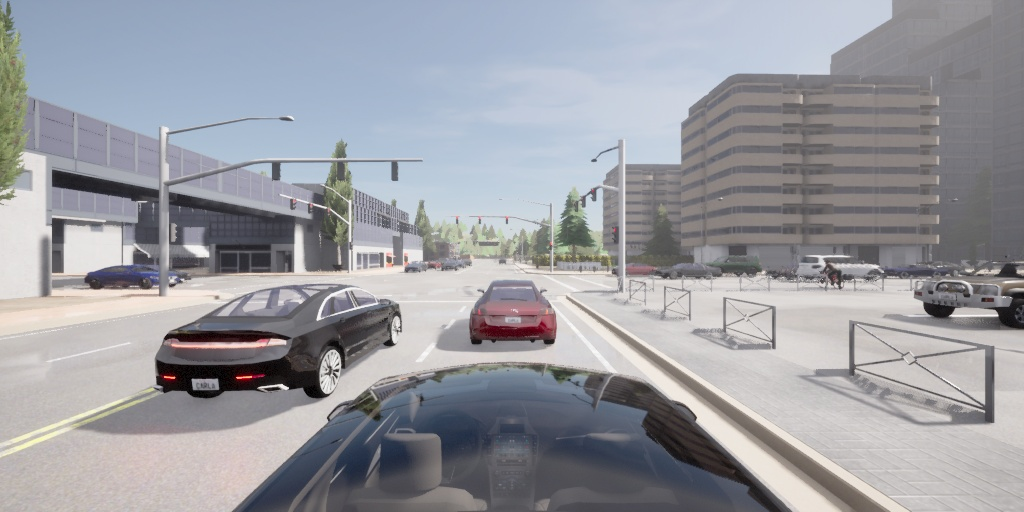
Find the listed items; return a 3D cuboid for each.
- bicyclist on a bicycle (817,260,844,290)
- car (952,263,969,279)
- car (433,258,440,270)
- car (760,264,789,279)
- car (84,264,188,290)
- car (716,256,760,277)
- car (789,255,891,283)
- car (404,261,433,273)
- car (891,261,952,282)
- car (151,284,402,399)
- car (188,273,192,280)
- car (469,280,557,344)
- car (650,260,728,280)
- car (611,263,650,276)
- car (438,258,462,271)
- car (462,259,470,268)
[{"bbox_3d":[17.929,1.052,20.189,0.582,1.620,1.656,0,0,-2],"label":"bicyclist on a bicycle"},{"bbox_3d":[41.234,1.255,35.326,4.892,1.490,1.837,0,0,-1],"label":"car"},{"bbox_3d":[-11.996,1.351,53.988,1.895,1.301,4.718,0,0,-1],"label":"car"},{"bbox_3d":[25.309,1.297,31.395,5.357,1.411,2.033,0,0,-2],"label":"car"},{"bbox_3d":[-23.328,1.276,22.079,4.674,1.442,1.812,0,0,-1],"label":"car"},{"bbox_3d":[21.093,0.972,34.774,5.566,2.045,2.150,0,0,-2],"label":"car"},{"bbox_3d":[25.199,0.971,27.693,5.566,2.045,2.150,0,0,-2],"label":"car"},{"bbox_3d":[-11.761,1.297,44.403,2.033,1.411,5.357,0,0,-1],"label":"car"},{"bbox_3d":[35.172,1.351,31.675,4.718,1.301,1.895,0,0,-2],"label":"car"},{"bbox_3d":[-3.473,1.242,6.486,2.128,1.511,4.902,0,0,0],"label":"car"},{"bbox_3d":[-26.174,1.297,25.513,5.357,1.411,2.033,0,0,-1],"label":"car"},{"bbox_3d":[0.012,1.314,9.544,1.994,1.385,4.181,0,0,0],"label":"car"},{"bbox_3d":[15.239,1.297,31.097,5.357,1.411,2.033,0,0,-2],"label":"car"},{"bbox_3d":[11.749,1.314,34.495,4.181,1.385,1.994,0,0,-2],"label":"car"},{"bbox_3d":[-8.358,1.314,48.858,1.994,1.385,4.181,0,0,-2],"label":"car"},{"bbox_3d":[-8.621,1.297,59.155,2.033,1.411,5.357,0,0,-1],"label":"car"}]
